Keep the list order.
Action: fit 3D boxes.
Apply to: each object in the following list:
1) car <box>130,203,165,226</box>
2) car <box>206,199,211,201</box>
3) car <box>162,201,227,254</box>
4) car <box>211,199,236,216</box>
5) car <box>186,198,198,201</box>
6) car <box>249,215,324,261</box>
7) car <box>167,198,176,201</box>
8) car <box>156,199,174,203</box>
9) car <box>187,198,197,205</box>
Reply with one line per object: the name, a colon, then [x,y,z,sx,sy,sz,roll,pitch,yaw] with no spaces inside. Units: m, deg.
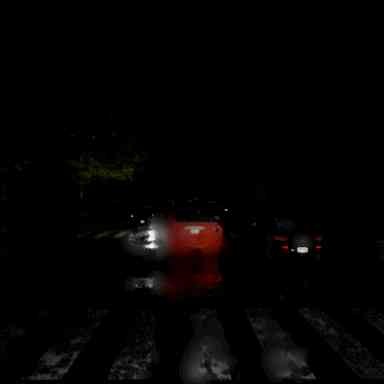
car: [-3.354,1.714,24.740,1.895,1.301,4.718,0,0,0]
car: [3.255,1.838,59.131,1.895,1.301,4.718,0,0,1]
car: [0.095,1.420,13.879,2.097,1.767,4.553,0,0,0]
car: [3.336,1.715,34.431,1.994,1.385,4.181,0,0,0]
car: [-0.022,1.719,55.728,2.128,1.511,4.902,0,0,0]
car: [3.347,1.587,12.366,1.812,1.442,4.674,0,0,0]
car: [-3.335,1.690,50.989,1.882,1.535,5.008,0,0,0]
car: [-3.352,1.721,35.957,1.994,1.385,4.181,0,0,0]
car: [-0.026,1.820,66.149,1.994,1.385,4.181,0,0,0]
